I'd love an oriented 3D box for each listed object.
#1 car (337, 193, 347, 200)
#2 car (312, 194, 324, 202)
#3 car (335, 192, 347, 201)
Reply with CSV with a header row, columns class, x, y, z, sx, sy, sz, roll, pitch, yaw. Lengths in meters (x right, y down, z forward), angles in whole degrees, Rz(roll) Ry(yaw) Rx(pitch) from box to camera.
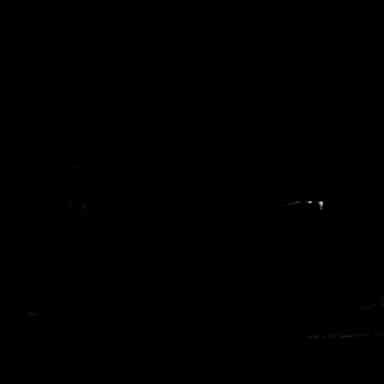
class,x,y,z,sx,sy,sz,roll,pitch,yaw
car,34.883,0.935,77.332,1.837,1.490,4.892,1,0,26
car,23.606,1.047,61.980,1.812,1.442,4.674,1,1,26
car,30.530,0.851,68.275,2.097,1.767,4.553,1,1,26
